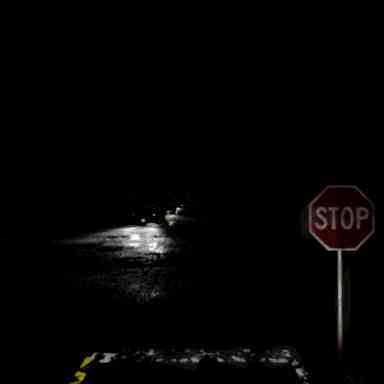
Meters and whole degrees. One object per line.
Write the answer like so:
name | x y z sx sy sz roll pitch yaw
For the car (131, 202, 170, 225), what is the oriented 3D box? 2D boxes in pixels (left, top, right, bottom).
car | -3.142 1.652 24.967 1.895 1.301 4.718 0 0 5

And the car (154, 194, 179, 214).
car | -2.889 1.294 36.804 2.150 2.045 5.566 0 0 0

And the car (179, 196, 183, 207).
car | -2.863 1.657 50.051 1.994 1.385 4.181 0 0 0
